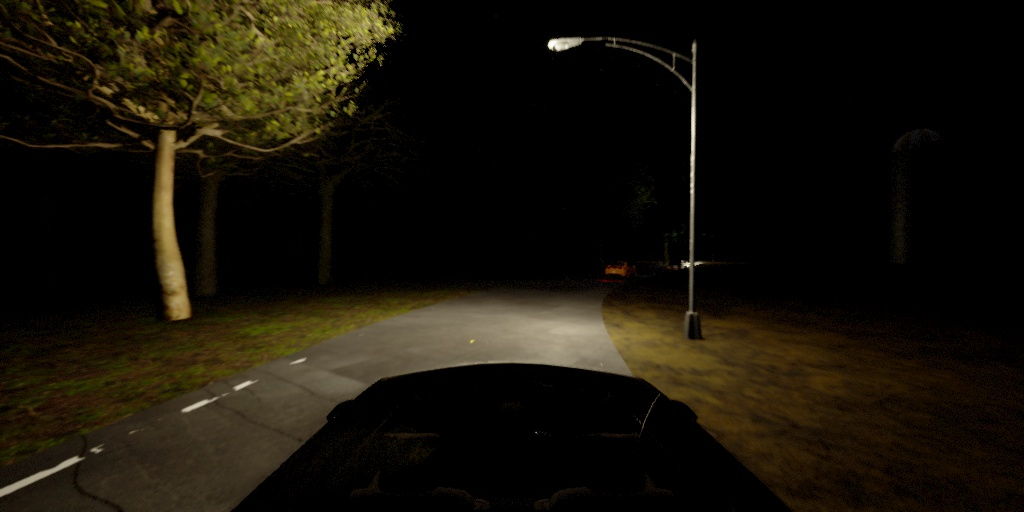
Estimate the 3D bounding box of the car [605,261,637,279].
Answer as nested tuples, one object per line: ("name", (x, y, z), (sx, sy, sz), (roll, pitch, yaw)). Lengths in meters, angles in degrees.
("car", (9.988, 1.239, 32.667), (1.882, 1.535, 5.008), (1, 0, 32))
